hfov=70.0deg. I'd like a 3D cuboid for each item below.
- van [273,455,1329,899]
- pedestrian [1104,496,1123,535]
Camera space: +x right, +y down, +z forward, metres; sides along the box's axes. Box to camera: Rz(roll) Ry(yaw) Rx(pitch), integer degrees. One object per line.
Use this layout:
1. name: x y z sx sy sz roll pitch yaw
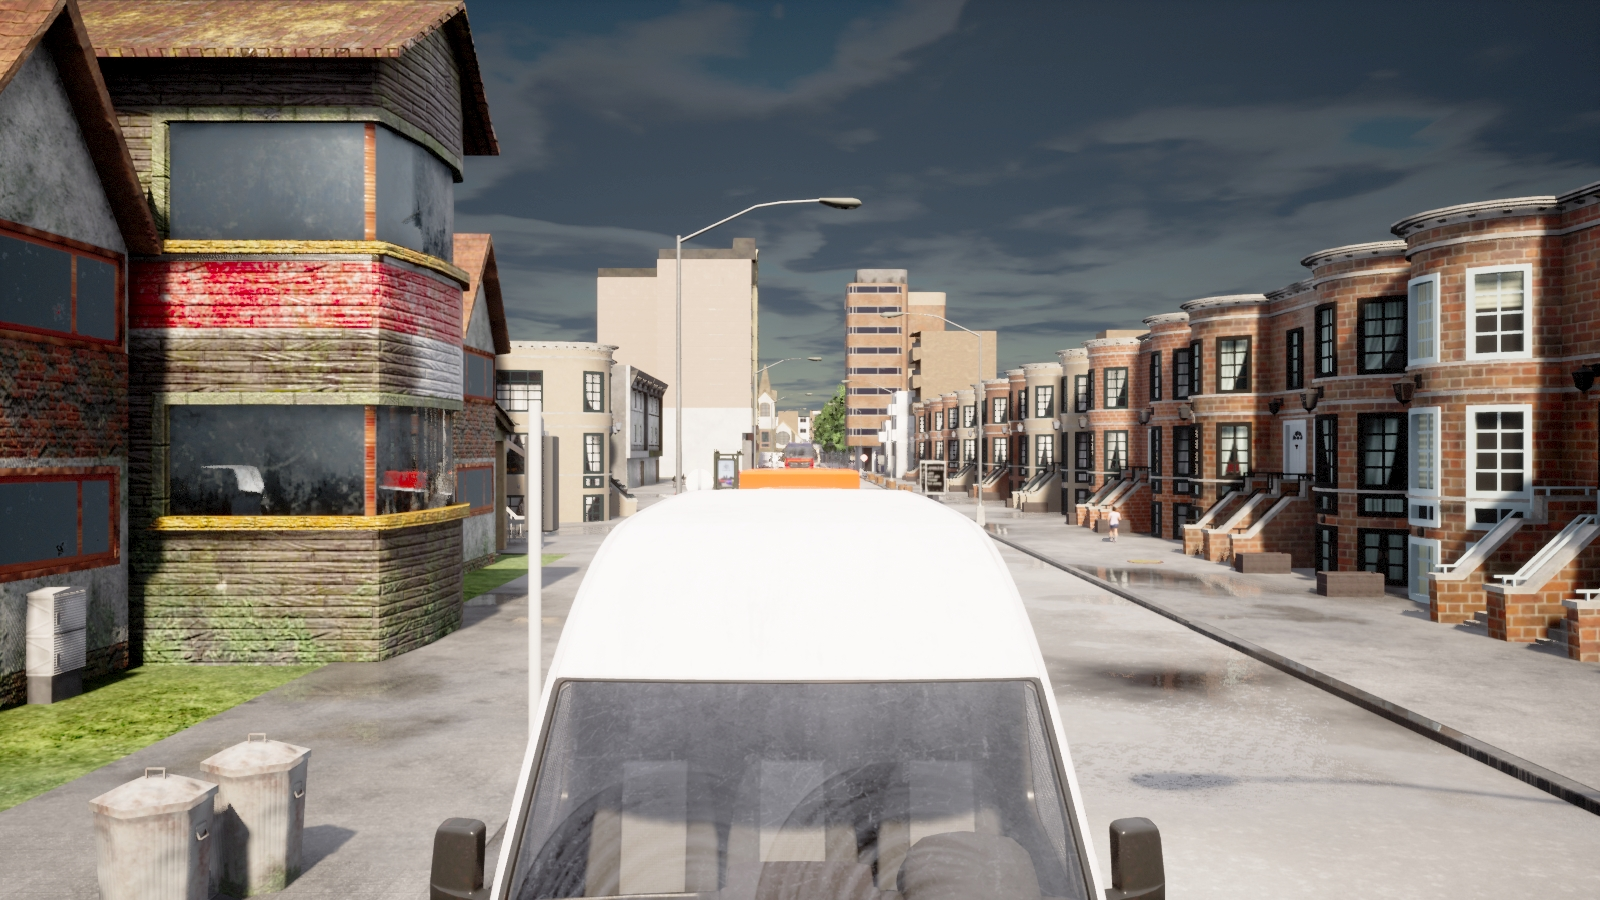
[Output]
1. van: -0.003 1.314 5.110 1.988 2.561 5.915 0 0 0
2. pedestrian: 9.163 1.903 33.378 0.500 1.100 0.500 0 0 11
